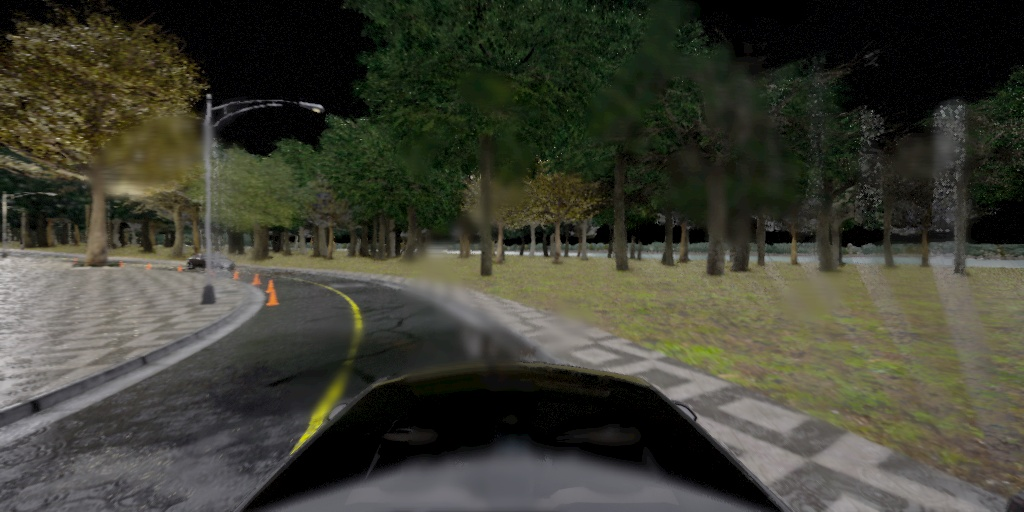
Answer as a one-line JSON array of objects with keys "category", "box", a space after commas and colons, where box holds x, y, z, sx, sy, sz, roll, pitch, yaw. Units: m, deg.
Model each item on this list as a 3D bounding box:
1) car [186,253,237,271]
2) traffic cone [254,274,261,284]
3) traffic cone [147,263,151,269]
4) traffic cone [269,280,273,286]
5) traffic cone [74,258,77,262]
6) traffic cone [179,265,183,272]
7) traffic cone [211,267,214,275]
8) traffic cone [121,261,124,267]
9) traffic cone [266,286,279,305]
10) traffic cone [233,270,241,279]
[{"category": "car", "box": [-25.744, 0.529, 30.727, 4.902, 1.511, 2.128, 2, 1, 25]}, {"category": "traffic cone", "box": [-14.930, 1.344, 21.031, 0.340, 0.580, 0.340, 0, 0, 44]}, {"category": "traffic cone", "box": [-31.131, 0.873, 30.763, 0.340, 0.580, 0.340, 0, 0, 24]}, {"category": "traffic cone", "box": [-11.814, 1.458, 17.572, 0.340, 0.580, 0.340, 0, 0, -38]}, {"category": "traffic cone", "box": [-44.839, 0.464, 36.847, 0.340, 0.580, 0.340, 0, 0, 24]}, {"category": "traffic cone", "box": [-26.562, 0.999, 28.735, 0.340, 0.580, 0.340, 0, 0, 24]}, {"category": "traffic cone", "box": [-22.337, 1.116, 26.641, 0.340, 0.580, 0.340, 0, 0, 30]}, {"category": "traffic cone", "box": [-35.700, 0.744, 32.792, 0.340, 0.580, 0.340, 0, 0, 24]}, {"category": "traffic cone", "box": [-9.159, 1.559, 13.749, 0.340, 0.580, 0.340, 0, 0, -31]}, {"category": "traffic cone", "box": [-18.456, 1.230, 24.071, 0.340, 0.580, 0.340, 0, 0, 37]}]
